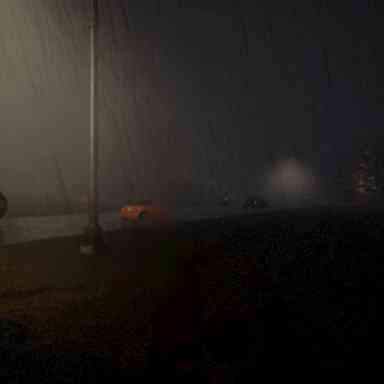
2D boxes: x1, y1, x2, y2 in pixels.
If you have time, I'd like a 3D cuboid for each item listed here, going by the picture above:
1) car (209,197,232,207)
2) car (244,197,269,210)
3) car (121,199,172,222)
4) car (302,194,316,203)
[{"bbox_3d":[4.465,1.611,51.749,2.128,1.511,4.902,0,1,34],"label":"car"},{"bbox_3d":[8.860,1.446,45.700,2.097,1.767,4.553,0,0,34],"label":"car"},{"bbox_3d":[-3.588,1.378,27.032,2.097,1.767,4.553,0,0,34],"label":"car"},{"bbox_3d":[26.670,1.694,76.974,2.033,1.411,5.357,0,0,28],"label":"car"}]
